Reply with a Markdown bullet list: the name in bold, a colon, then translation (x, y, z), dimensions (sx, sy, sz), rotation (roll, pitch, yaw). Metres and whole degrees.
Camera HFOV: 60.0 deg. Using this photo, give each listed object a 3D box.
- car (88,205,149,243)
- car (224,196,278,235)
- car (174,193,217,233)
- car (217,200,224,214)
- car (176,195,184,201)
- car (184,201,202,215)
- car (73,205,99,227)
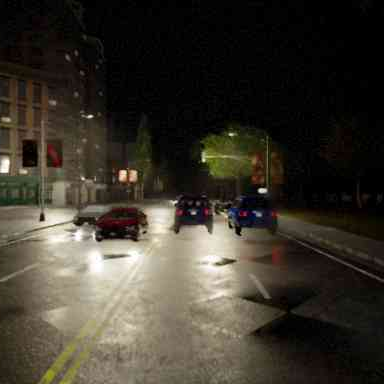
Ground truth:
- **car**: translation (-3.345, 1.514, 16.577), dimensions (1.882, 1.535, 5.008), rotation (0, 0, 0)
- **car**: translation (3.347, 1.260, 19.222), dimensions (2.150, 2.045, 5.566), rotation (0, 0, 0)
- **car**: translation (0.095, 1.256, 19.997), dimensions (2.150, 2.045, 5.566), rotation (0, -1, 0)
- **car**: translation (3.347, 1.580, 35.664), dimensions (1.837, 1.490, 4.892), rotation (0, 0, 0)
- **car**: translation (-3.259, 1.685, 91.865), dimensions (1.882, 1.535, 5.008), rotation (0, 0, 0)
- **car**: translation (0.097, 1.676, 35.771), dimensions (1.895, 1.301, 4.718), rotation (0, 0, 0)
- **car**: translation (-6.577, 1.598, 23.328), dimensions (2.033, 1.411, 5.357), rotation (0, 0, 0)
